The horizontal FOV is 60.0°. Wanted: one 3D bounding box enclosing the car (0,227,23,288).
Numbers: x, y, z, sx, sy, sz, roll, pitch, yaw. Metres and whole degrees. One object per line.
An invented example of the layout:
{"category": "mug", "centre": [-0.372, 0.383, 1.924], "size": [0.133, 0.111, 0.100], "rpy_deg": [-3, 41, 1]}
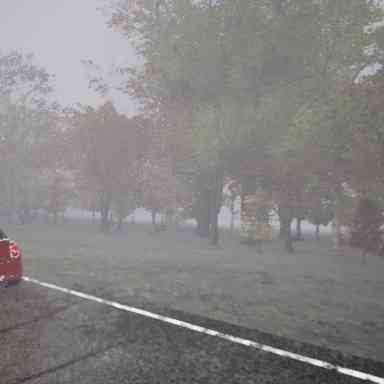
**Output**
{"category": "car", "centre": [-6.155, 1.367, 8.117], "size": [4.553, 1.767, 2.097], "rpy_deg": [0, 0, 36]}
